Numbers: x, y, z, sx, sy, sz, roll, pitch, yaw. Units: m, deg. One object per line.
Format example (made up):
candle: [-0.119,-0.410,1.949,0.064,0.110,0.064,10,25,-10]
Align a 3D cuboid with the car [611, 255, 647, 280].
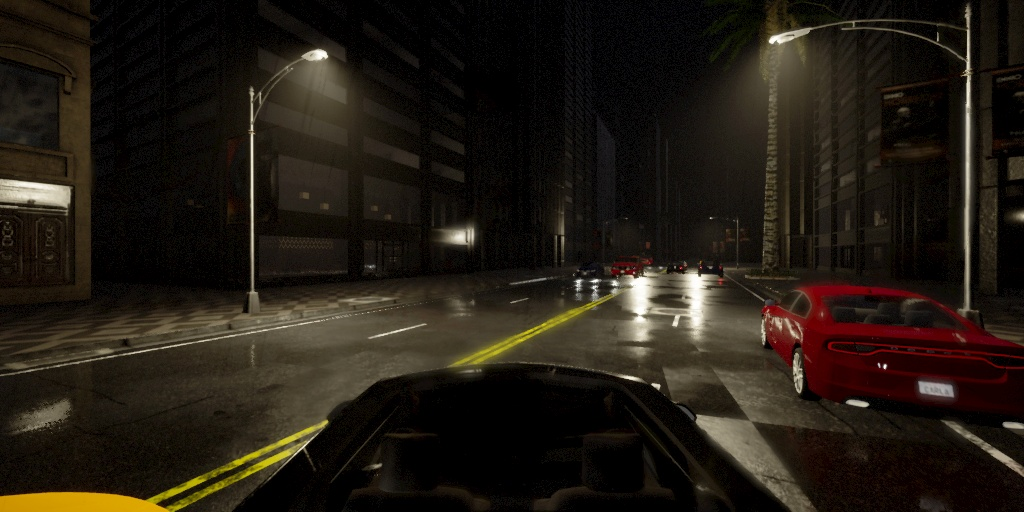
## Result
car: [10.546,0.982,32.559,2.150,2.045,5.566,0,0,27]

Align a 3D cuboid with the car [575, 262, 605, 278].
car: [7.491,1.286,33.723,1.812,1.442,4.674,0,0,27]

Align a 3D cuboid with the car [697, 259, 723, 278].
car: [19.308,1.117,34.971,2.097,1.767,4.553,0,0,27]

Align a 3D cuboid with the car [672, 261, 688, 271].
car: [23.563,1.379,50.290,1.895,1.301,4.718,0,0,27]

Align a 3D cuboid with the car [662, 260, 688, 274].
car: [18.671,1.316,40.794,2.033,1.411,5.357,0,0,27]

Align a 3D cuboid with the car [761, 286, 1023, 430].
car: [5.517,1.228,5.902,1.882,1.535,5.008,0,0,27]
